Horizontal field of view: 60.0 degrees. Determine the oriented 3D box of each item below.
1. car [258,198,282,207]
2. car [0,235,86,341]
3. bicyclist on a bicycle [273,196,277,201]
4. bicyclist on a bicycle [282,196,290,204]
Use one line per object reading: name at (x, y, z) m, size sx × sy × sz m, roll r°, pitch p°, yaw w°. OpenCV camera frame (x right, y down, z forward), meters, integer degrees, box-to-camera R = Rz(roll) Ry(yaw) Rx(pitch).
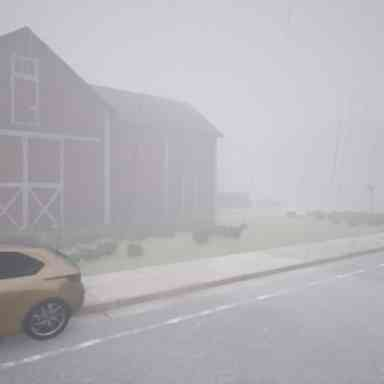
car at (11.967, 1.584, 51.026) m, size 1.895 × 1.301 × 4.718 m, roll 0°, pitch 0°, yaw -15°
car at (-3.782, 1.456, 4.822) m, size 4.193 × 1.474 × 1.816 m, roll 0°, pitch 6°, yaw -38°
bicyclist on a bicycle at (14.959, 1.465, 60.197) m, size 1.656 × 1.620 × 0.582 m, roll 0°, pitch 0°, yaw -10°
bicyclist on a bicycle at (16.994, 1.460, 60.189) m, size 1.656 × 1.620 × 0.582 m, roll 0°, pitch 0°, yaw -11°
